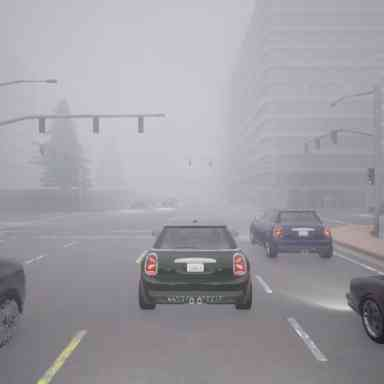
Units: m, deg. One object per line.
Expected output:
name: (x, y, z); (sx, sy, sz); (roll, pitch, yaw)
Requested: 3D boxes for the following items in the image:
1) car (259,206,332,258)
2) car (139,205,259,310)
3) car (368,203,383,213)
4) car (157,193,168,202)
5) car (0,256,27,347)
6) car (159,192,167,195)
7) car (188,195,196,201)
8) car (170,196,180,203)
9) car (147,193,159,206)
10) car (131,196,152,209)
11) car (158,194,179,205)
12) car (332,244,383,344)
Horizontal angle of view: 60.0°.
car: (3.587, 1.352, 12.827); (2.097, 1.767, 4.553); (0, 0, 0)
car: (0.071, 1.352, 7.988); (2.097, 1.767, 4.553); (0, 0, 0)
car: (19.936, 1.492, 32.455); (5.357, 1.411, 2.033); (0, 0, -18)
car: (-7.000, 1.222, 80.400); (2.150, 2.045, 5.566); (0, 0, 0)
car: (-3.602, 1.491, 3.468); (2.128, 1.511, 4.902); (0, 0, 0)
car: (-7.001, 1.222, 69.026); (2.150, 2.045, 5.566); (0, 0, 0)
car: (0.000, 1.525, 81.125); (2.128, 1.511, 4.902); (0, 0, 0)
car: (-3.500, 1.595, 71.100); (1.895, 1.301, 4.718); (0, 0, 0)
car: (-7.089, 1.352, 54.508); (2.097, 1.767, 4.553); (0, 0, 0)
car: (-7.100, 1.601, 45.613); (1.895, 1.301, 4.718); (0, 0, 0)
car: (-3.597, 1.491, 51.082); (2.128, 1.511, 4.902); (0, 0, 0)
car: (3.599, 1.547, 3.351); (2.033, 1.411, 5.357); (0, 0, 0)
